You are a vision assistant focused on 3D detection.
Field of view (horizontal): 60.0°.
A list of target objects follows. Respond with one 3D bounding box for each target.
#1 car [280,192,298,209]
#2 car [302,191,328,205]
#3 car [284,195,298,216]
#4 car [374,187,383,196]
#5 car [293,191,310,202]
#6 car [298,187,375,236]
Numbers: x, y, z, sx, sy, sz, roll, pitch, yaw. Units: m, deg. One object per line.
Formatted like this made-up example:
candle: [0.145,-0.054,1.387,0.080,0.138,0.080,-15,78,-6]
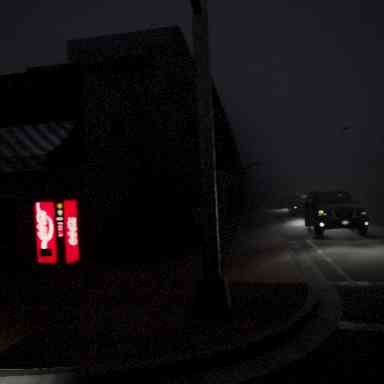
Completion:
car: [10.792,1.015,37.129,2.033,1.411,5.357,-3,0,11]
car: [15.243,0.745,41.432,2.128,1.511,4.902,-3,0,10]
car: [8.901,1.189,27.012,1.895,1.301,4.718,-3,0,11]
car: [31.775,-0.149,55.462,3.633,1.501,1.845,-3,0,10]
car: [17.003,0.643,51.709,1.837,1.490,4.892,-3,0,10]
car: [7.049,0.927,16.944,2.150,2.045,5.566,-3,0,11]
